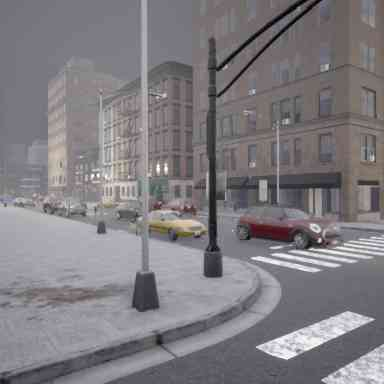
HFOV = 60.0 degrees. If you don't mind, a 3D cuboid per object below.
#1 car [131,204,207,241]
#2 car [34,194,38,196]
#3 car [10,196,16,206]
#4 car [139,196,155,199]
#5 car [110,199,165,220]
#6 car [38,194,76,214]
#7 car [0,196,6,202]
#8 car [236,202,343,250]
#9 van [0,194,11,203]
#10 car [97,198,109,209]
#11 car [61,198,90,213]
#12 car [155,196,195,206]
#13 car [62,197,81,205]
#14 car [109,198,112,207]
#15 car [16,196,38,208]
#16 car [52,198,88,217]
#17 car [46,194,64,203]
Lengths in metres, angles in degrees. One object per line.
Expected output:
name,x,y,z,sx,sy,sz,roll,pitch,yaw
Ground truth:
car,-1.154,1.543,17.140,1.752,1.417,4.829,0,0,-36
car,-34.582,1.533,77.025,1.947,1.339,4.313,0,0,-36
car,-27.707,1.534,53.836,1.752,1.417,4.829,0,0,-36
car,-4.710,1.289,35.742,2.192,1.841,5.009,0,0,-36
car,-4.381,1.510,25.927,1.837,1.490,4.892,0,0,-36
car,-14.531,1.328,35.625,2.192,1.841,5.009,0,0,-36
car,-44.402,1.558,76.908,2.008,1.369,4.403,0,0,-36
car,4.118,1.357,14.572,2.097,1.767,4.553,0,0,-39
van,-37.765,1.349,67.733,1.690,1.788,3.998,0,0,-36
car,-11.447,1.498,45.054,1.752,1.417,4.829,0,0,-36
car,-13.725,1.478,38.895,1.882,1.535,5.008,0,0,-36
car,-1.390,1.416,31.155,1.967,1.590,4.097,0,0,-36
car,-21.305,1.520,58.678,2.008,1.369,4.403,0,0,-36
car,-8.029,1.539,40.330,1.947,1.339,4.313,0,0,-36
car,-24.488,1.592,49.387,1.802,1.307,4.206,0,0,-36
car,-11.211,1.565,31.038,2.008,1.369,4.403,0,0,-36
car,-27.944,1.283,67.850,2.192,1.841,5.009,0,0,-36
